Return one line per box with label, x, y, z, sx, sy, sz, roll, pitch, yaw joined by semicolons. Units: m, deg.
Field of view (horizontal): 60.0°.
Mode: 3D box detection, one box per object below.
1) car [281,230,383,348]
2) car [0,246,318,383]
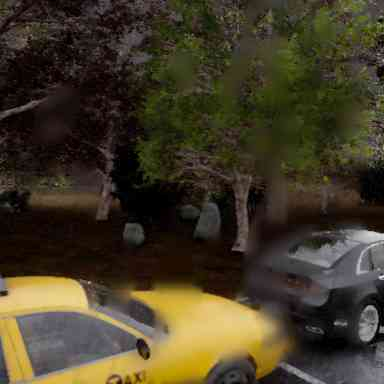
car;3.240;1.484;6.358;4.892;1.521;2.231;-1;2;-33
car;-1.424;1.468;3.015;5.366;1.575;1.946;0;1;-33
